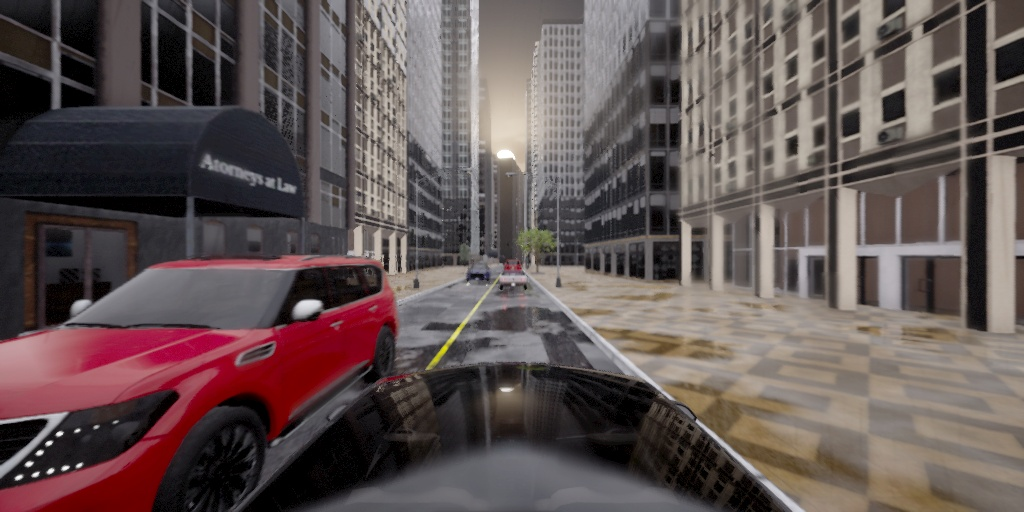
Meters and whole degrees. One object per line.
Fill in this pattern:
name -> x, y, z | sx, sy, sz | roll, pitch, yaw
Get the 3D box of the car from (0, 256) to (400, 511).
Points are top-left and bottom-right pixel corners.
car -> -3.098, 1.002, 4.321 | 2.150, 2.045, 5.566 | 0, -1, 0

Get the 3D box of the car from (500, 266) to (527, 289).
car -> 0.100, 1.625, 25.996 | 1.895, 1.301, 4.718 | 0, -1, 0

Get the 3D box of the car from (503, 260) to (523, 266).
car -> 0.106, 1.445, 42.622 | 2.150, 2.045, 5.566 | 0, 0, 0

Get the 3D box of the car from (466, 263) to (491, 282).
car -> -3.094, 1.470, 33.982 | 2.097, 1.767, 4.553 | 0, -1, 0
